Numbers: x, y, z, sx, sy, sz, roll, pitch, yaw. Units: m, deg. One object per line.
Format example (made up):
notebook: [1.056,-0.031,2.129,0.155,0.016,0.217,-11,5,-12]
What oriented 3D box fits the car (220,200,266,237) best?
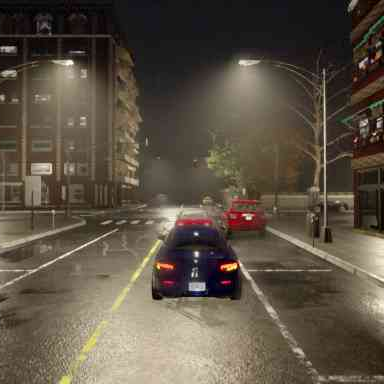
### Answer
car: [2.691,1.323,18.179,2.192,1.841,5.009,1,0,0]

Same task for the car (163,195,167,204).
car: [-5.730,1.619,56.207,1.802,1.307,4.206,1,0,0]

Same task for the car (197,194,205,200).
car: [2.618,1.395,94.975,2.192,1.841,5.009,1,0,0]

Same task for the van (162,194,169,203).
van: [-5.730,1.383,61.746,1.690,1.788,3.998,1,0,0]

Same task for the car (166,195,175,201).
car: [-5.761,1.624,89.439,2.008,1.369,4.403,1,0,0]

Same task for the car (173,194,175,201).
car: [-5.750,1.610,78.362,2.008,1.369,4.403,1,0,0]

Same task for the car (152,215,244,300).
car: [0.094,1.529,8.246,1.812,1.442,4.674,0,0,0]

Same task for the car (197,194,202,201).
car: [2.635,1.604,72.823,2.008,1.369,4.403,1,0,0]

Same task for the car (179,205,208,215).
car: [0.084,1.609,17.990,1.895,1.301,4.718,0,0,0]

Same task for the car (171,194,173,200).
car: [-5.745,1.635,72.824,1.802,1.307,4.206,1,0,0]

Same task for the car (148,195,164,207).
car: [-5.724,1.614,50.670,1.802,1.307,4.206,1,0,0]

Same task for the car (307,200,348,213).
car: [15.178,1.609,37.223,4.313,1.339,1.947,0,-1,0]

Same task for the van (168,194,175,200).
van: [-5.762,1.421,94.978,1.690,1.788,3.998,1,0,0]

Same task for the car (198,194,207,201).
car: [2.628,1.381,83.900,2.192,1.841,5.009,1,0,0]

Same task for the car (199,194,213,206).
car: [2.651,1.562,56.379,1.752,1.417,4.829,1,0,0]

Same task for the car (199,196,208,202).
car: [2.629,1.625,78.362,1.947,1.339,4.313,1,0,0]

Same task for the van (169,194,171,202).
van: [-5.736,1.388,67.285,1.690,1.788,3.998,1,0,0]
